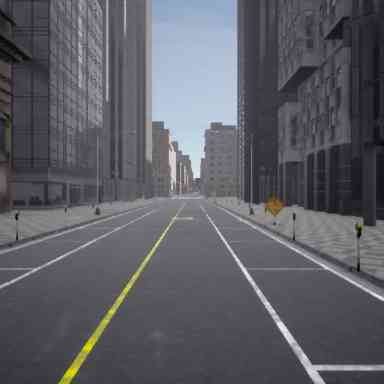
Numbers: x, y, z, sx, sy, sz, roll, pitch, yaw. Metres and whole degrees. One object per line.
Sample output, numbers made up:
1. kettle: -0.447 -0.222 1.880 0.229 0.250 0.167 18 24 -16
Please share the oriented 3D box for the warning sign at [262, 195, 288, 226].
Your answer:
1. warning sign: 5.067 1.132 20.410 1.300 1.860 1.060 0 0 0
